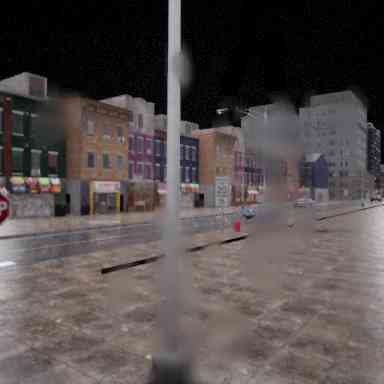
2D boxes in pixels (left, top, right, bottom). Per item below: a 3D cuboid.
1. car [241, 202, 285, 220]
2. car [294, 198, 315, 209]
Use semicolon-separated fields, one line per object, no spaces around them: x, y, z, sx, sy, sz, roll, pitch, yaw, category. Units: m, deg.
6.075;1.587;27.978;2.033;1.411;5.357;1;0;36;car
15.522;1.568;45.776;1.837;1.490;4.892;1;0;36;car
